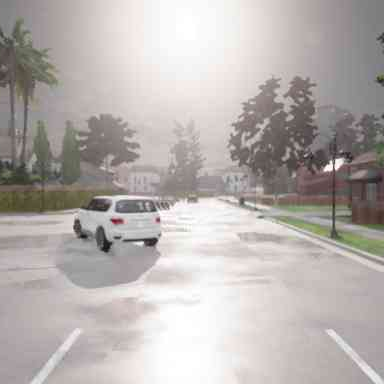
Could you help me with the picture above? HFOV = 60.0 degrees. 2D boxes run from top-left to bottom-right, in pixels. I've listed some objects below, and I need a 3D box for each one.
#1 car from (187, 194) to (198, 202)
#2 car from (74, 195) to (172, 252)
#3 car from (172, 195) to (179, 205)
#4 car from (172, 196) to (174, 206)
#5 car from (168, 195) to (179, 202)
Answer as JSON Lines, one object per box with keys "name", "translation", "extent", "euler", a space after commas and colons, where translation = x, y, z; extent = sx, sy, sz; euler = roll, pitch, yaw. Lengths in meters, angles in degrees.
{"name": "car", "translation": [0.096, 1.206, 63.685], "extent": [1.837, 1.490, 4.892], "euler": [0, 0, 0]}
{"name": "car", "translation": [-3.275, 1.140, 14.029], "extent": [2.150, 2.045, 5.566], "euler": [1, 1, -33]}
{"name": "car", "translation": [-3.580, 1.255, 50.315], "extent": [2.128, 1.511, 4.902], "euler": [0, 0, 0]}
{"name": "car", "translation": [-3.596, 1.411, 40.309], "extent": [1.895, 1.301, 4.718], "euler": [0, 0, 0]}
{"name": "car", "translation": [-3.504, 1.296, 64.996], "extent": [1.895, 1.301, 4.718], "euler": [0, 0, 0]}
